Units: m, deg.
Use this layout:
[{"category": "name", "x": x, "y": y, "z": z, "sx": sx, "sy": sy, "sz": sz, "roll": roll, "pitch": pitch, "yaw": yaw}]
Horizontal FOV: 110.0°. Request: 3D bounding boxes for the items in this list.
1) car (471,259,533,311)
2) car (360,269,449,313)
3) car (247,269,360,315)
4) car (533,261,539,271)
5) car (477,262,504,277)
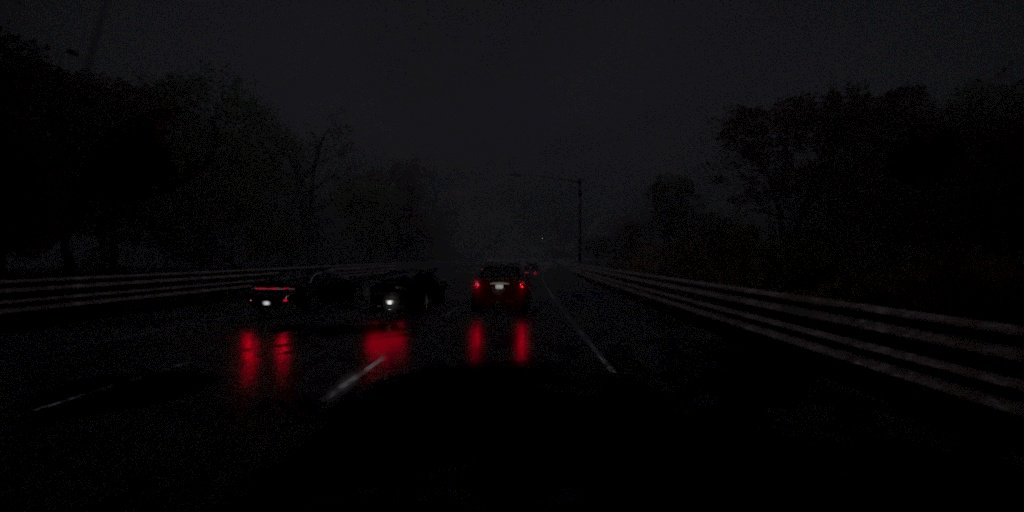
[{"category": "car", "x": -0.309, "y": 1.116, "z": 14.798, "sx": 2.097, "sy": 1.767, "sz": 4.553, "roll": 0, "pitch": 0, "yaw": 4}, {"category": "car", "x": -3.850, "y": 1.261, "z": 14.153, "sx": 1.837, "sy": 1.490, "sz": 4.892, "roll": 0, "pitch": 0, "yaw": 4}, {"category": "car", "x": -7.401, "y": 1.236, "z": 13.444, "sx": 2.128, "sy": 1.511, "sz": 4.902, "roll": 0, "pitch": 0, "yaw": 3}, {"category": "car", "x": 2.834, "y": 1.360, "z": 51.464, "sx": 1.812, "sy": 1.442, "sz": 4.674, "roll": 0, "pitch": 0, "yaw": 6}, {"category": "car", "x": -2.134, "y": 1.343, "z": 37.072, "sx": 2.033, "sy": 1.411, "sz": 5.357, "roll": 0, "pitch": 0, "yaw": 5}]
